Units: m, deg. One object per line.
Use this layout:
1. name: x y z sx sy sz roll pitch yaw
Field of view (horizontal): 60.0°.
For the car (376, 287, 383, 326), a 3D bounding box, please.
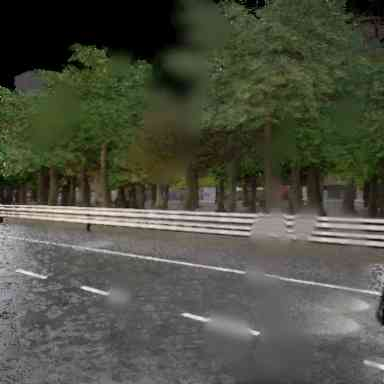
1. car: 4.970 1.567 4.622 4.181 1.385 1.994 0 0 35
